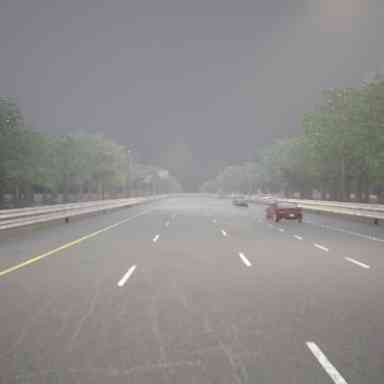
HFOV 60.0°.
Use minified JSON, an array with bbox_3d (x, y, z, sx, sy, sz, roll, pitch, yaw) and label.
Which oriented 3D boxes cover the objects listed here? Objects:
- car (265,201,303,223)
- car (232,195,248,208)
[{"bbox_3d":[7.020,1.476,25.852,1.882,1.535,5.008,0,0,0],"label":"car"},{"bbox_3d":[7.040,1.542,49.290,2.033,1.411,5.357,0,0,0],"label":"car"}]
